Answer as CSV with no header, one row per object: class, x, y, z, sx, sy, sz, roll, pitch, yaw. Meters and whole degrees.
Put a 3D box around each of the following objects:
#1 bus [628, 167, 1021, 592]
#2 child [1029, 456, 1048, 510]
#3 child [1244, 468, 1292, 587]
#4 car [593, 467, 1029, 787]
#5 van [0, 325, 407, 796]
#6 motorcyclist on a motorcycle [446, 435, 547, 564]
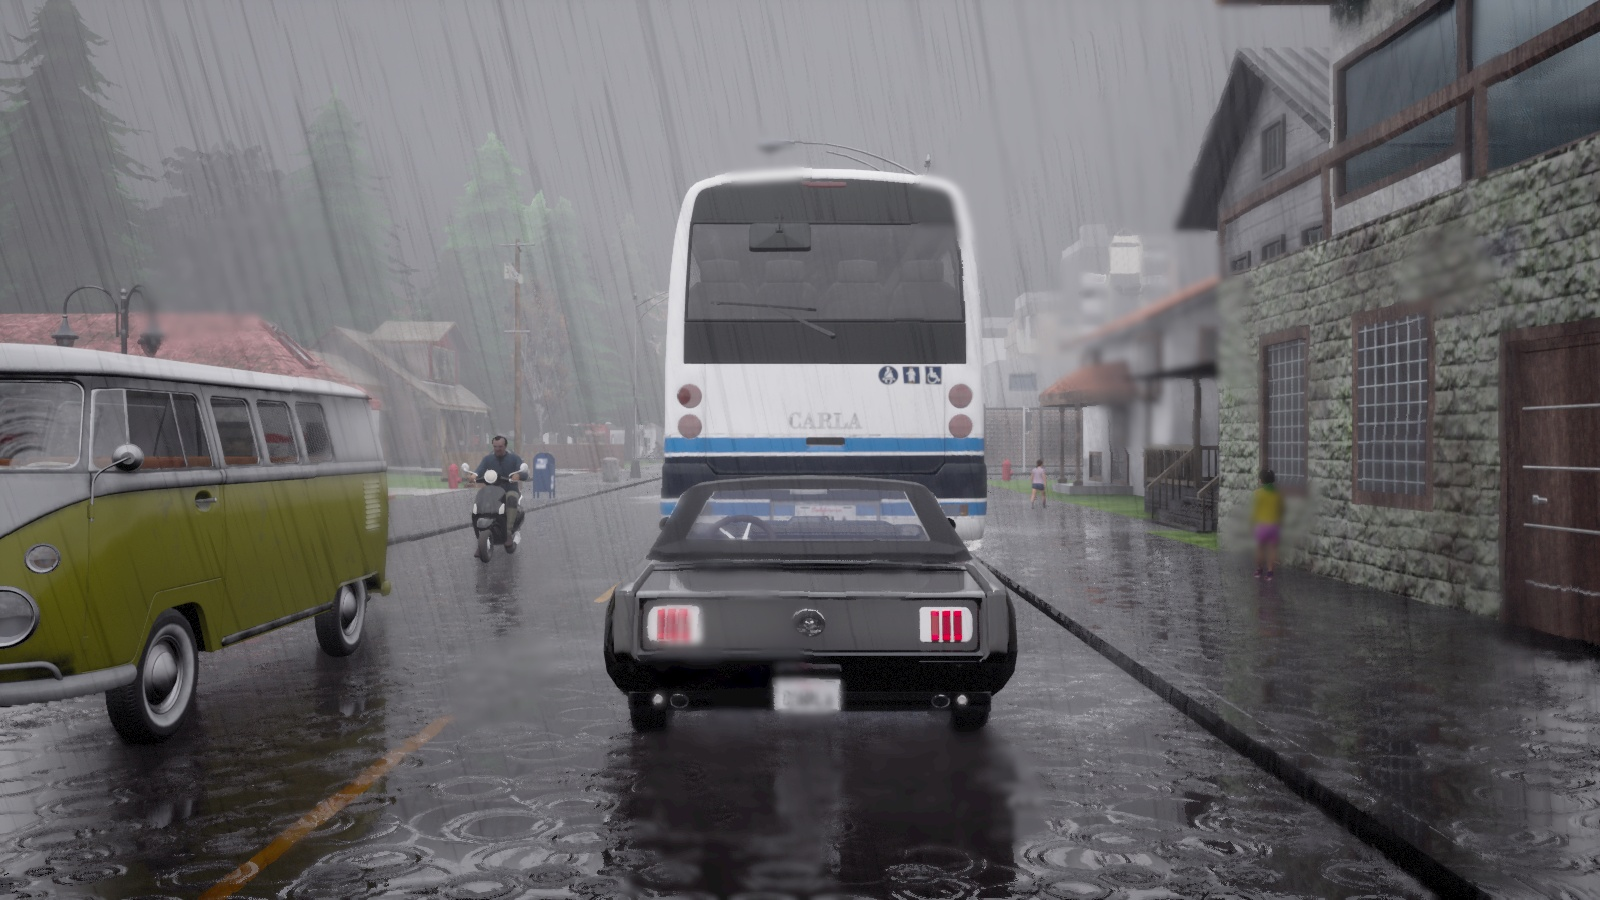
bus,0.139,-0.730,17.748,3.944,4.253,10.273,0,0,-1
child,5.027,0.691,26.481,0.255,1.110,0.394,0,0,37
child,4.699,0.769,12.618,0.299,1.160,0.473,0,0,-1
car,0.053,0.803,7.818,1.895,1.301,4.718,0,0,0
van,-3.948,0.454,7.526,1.775,1.987,4.442,0,0,0
motorcyclist on a motorcycle,-3.907,0.605,16.322,0.866,1.590,1.817,0,0,0
